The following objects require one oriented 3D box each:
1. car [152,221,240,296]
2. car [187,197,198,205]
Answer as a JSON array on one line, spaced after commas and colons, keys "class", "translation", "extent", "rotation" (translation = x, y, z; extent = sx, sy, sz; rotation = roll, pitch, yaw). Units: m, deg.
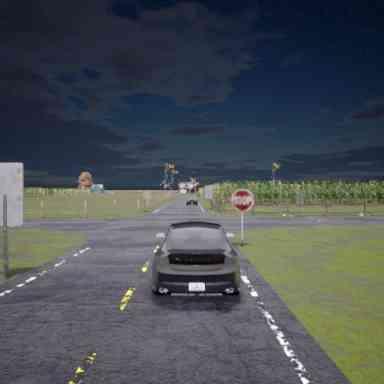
[{"class": "car", "translation": [0.088, 1.503, 8.605], "extent": [1.837, 1.490, 4.892], "rotation": [0, 0, 0]}, {"class": "car", "translation": [0.034, 1.549, 58.541], "extent": [1.895, 1.301, 4.718], "rotation": [0, 0, 0]}]
